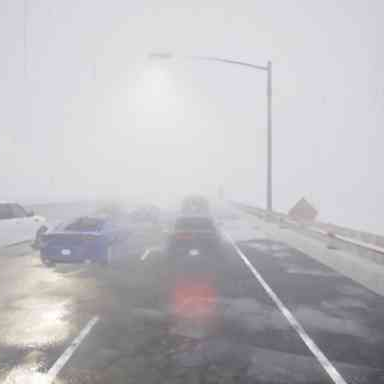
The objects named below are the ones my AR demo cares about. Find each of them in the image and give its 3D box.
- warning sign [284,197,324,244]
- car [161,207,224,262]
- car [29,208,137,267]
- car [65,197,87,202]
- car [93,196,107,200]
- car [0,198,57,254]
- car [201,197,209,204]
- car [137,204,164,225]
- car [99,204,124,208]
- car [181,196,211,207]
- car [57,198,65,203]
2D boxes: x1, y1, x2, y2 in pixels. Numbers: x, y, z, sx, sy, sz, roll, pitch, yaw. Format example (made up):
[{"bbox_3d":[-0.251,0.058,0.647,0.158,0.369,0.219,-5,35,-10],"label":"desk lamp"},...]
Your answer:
[{"bbox_3d":[4.610,1.156,13.797,1.300,1.860,1.060,-1,-1,1],"label":"warning sign"},{"bbox_3d":[0.110,1.542,12.302,1.837,1.490,4.892,0,0,1],"label":"car"},{"bbox_3d":[-3.406,1.512,11.573,1.882,1.535,5.008,0,0,1],"label":"car"},{"bbox_3d":[-19.968,1.723,58.351,1.837,1.490,4.892,0,0,3],"label":"car"},{"bbox_3d":[-16.437,1.572,59.081,2.097,1.767,4.553,0,0,3],"label":"car"},{"bbox_3d":[-6.913,1.256,11.230,2.150,2.045,5.566,0,0,1],"label":"car"},{"bbox_3d":[2.900,1.805,73.327,1.812,1.442,4.674,0,0,3],"label":"car"},{"bbox_3d":[-3.257,1.627,25.098,2.033,1.411,5.357,0,0,2],"label":"car"},{"bbox_3d":[-6.690,1.654,27.515,1.994,1.385,4.181,0,0,2],"label":"car"},{"bbox_3d":[0.271,1.306,26.085,2.150,2.045,5.566,0,0,1],"label":"car"},{"bbox_3d":[-23.459,1.784,58.517,1.994,1.385,4.181,0,0,3],"label":"car"}]
